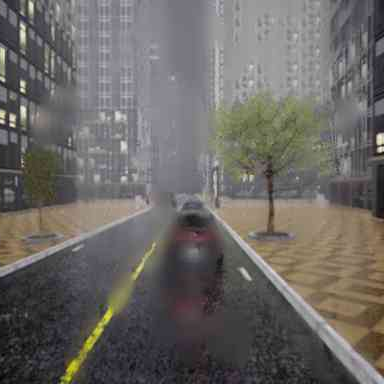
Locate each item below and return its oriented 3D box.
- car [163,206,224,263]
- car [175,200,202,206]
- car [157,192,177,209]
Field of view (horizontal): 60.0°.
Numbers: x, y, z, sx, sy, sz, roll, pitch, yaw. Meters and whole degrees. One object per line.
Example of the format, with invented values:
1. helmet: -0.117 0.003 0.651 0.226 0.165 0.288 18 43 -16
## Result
1. car: 0.059 1.443 11.704 1.837 1.490 4.892 0 0 0
2. car: 0.048 1.423 24.840 2.033 1.411 5.357 0 0 1
3. car: -3.060 1.028 41.098 2.150 2.045 5.566 0 0 0
